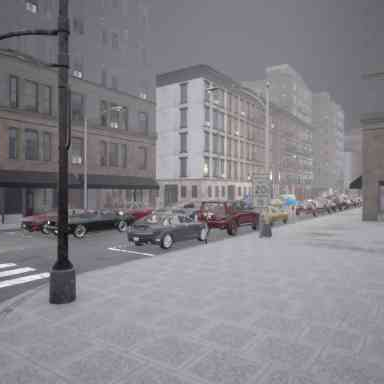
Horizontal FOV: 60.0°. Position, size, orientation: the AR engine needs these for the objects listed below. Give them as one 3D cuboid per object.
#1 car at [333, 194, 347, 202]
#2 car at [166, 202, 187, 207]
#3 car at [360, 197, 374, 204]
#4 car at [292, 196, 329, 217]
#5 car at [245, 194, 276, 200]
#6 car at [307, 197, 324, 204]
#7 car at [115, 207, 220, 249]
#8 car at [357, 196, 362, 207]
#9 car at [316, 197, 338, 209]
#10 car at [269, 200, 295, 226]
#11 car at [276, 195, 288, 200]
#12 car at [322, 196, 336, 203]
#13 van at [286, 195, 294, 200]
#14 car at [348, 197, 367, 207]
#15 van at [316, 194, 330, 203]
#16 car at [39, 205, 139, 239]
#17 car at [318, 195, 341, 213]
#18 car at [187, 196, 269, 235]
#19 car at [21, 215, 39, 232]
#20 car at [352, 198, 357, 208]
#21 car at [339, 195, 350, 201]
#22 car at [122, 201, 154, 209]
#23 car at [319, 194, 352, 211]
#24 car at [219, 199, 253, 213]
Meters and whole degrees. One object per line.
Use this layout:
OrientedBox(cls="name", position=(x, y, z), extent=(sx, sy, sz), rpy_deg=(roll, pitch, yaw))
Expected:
OrientedBox(cls="car", position=(36.100, 1.327, 81.149), extent=(2.192, 1.841, 5.009), rpy_deg=(0, 0, 35))
OrientedBox(cls="car", position=(0.447, 1.505, 26.033), extent=(1.837, 1.490, 4.892), rpy_deg=(0, 0, 35))
OrientedBox(cls="car", position=(33.330, 1.614, 63.258), extent=(1.947, 1.339, 4.313), rpy_deg=(0, 0, 35))
OrientedBox(cls="car", position=(11.551, 1.472, 32.281), extent=(1.967, 1.590, 4.097), rpy_deg=(0, 0, 35))
OrientedBox(cls="car", position=(6.421, 1.226, 34.502), extent=(2.150, 2.045, 5.566), rpy_deg=(0, 0, 35))
OrientedBox(cls="car", position=(23.653, 1.572, 63.448), extent=(1.947, 1.339, 4.313), rpy_deg=(0, 0, 35))
OrientedBox(cls="car", position=(-0.894, 1.575, 14.581), extent=(2.008, 1.369, 4.403), rpy_deg=(0, 0, 35))
OrientedBox(cls="car", position=(23.996, 1.606, 49.982), extent=(1.947, 1.339, 4.313), rpy_deg=(0, 0, 35))
OrientedBox(cls="car", position=(19.667, 1.531, 48.236), extent=(1.837, 1.490, 4.892), rpy_deg=(0, 0, 35))
OrientedBox(cls="car", position=(5.426, 1.553, 23.571), extent=(1.752, 1.417, 4.829), rpy_deg=(0, 0, 35))
OrientedBox(cls="car", position=(11.111, 1.521, 45.608), extent=(1.752, 1.417, 4.829), rpy_deg=(0, 0, 35))
OrientedBox(cls="car", position=(29.876, 1.554, 72.299), extent=(1.887, 1.381, 4.507), rpy_deg=(0, 0, 35))
OrientedBox(cls="van", position=(14.321, 1.340, 50.172), extent=(1.690, 1.788, 3.998), rpy_deg=(0, 0, 35))
OrientedBox(cls="car", position=(27.107, 1.594, 54.407), extent=(2.008, 1.369, 4.403), rpy_deg=(0, 0, 35))
OrientedBox(cls="van", position=(26.765, 1.349, 67.873), extent=(1.690, 1.788, 3.998), rpy_deg=(0, 0, 35))
OrientedBox(cls="car", position=(-5.314, 1.598, 17.835), extent=(1.895, 1.301, 4.718), rpy_deg=(0, 0, 32))
OrientedBox(cls="car", position=(14.662, 1.474, 36.706), extent=(1.967, 1.590, 4.097), rpy_deg=(0, 0, 35))
OrientedBox(cls="car", position=(2.218, 1.341, 19.006), extent=(2.192, 1.841, 5.009), rpy_deg=(0, 0, 35))
OrientedBox(cls="car", position=(-7.459, 1.530, 19.197), extent=(1.887, 1.381, 4.507), rpy_deg=(0, 0, 35))
OrientedBox(cls="car", position=(20.884, 1.620, 45.557), extent=(1.802, 1.307, 4.206), rpy_deg=(0, 0, 35))
OrientedBox(cls="car", position=(39.210, 1.557, 85.574), extent=(1.887, 1.381, 4.507), rpy_deg=(0, 0, 35))
OrientedBox(cls="car", position=(-4.347, 1.427, 23.622), extent=(1.967, 1.590, 4.097), rpy_deg=(0, 0, 35))
OrientedBox(cls="car", position=(17.774, 1.351, 41.131), extent=(2.192, 1.841, 5.009), rpy_deg=(0, 0, 35))
OrientedBox(cls="car", position=(4.986, 1.537, 36.897), extent=(1.887, 1.381, 4.507), rpy_deg=(0, 0, 35))
